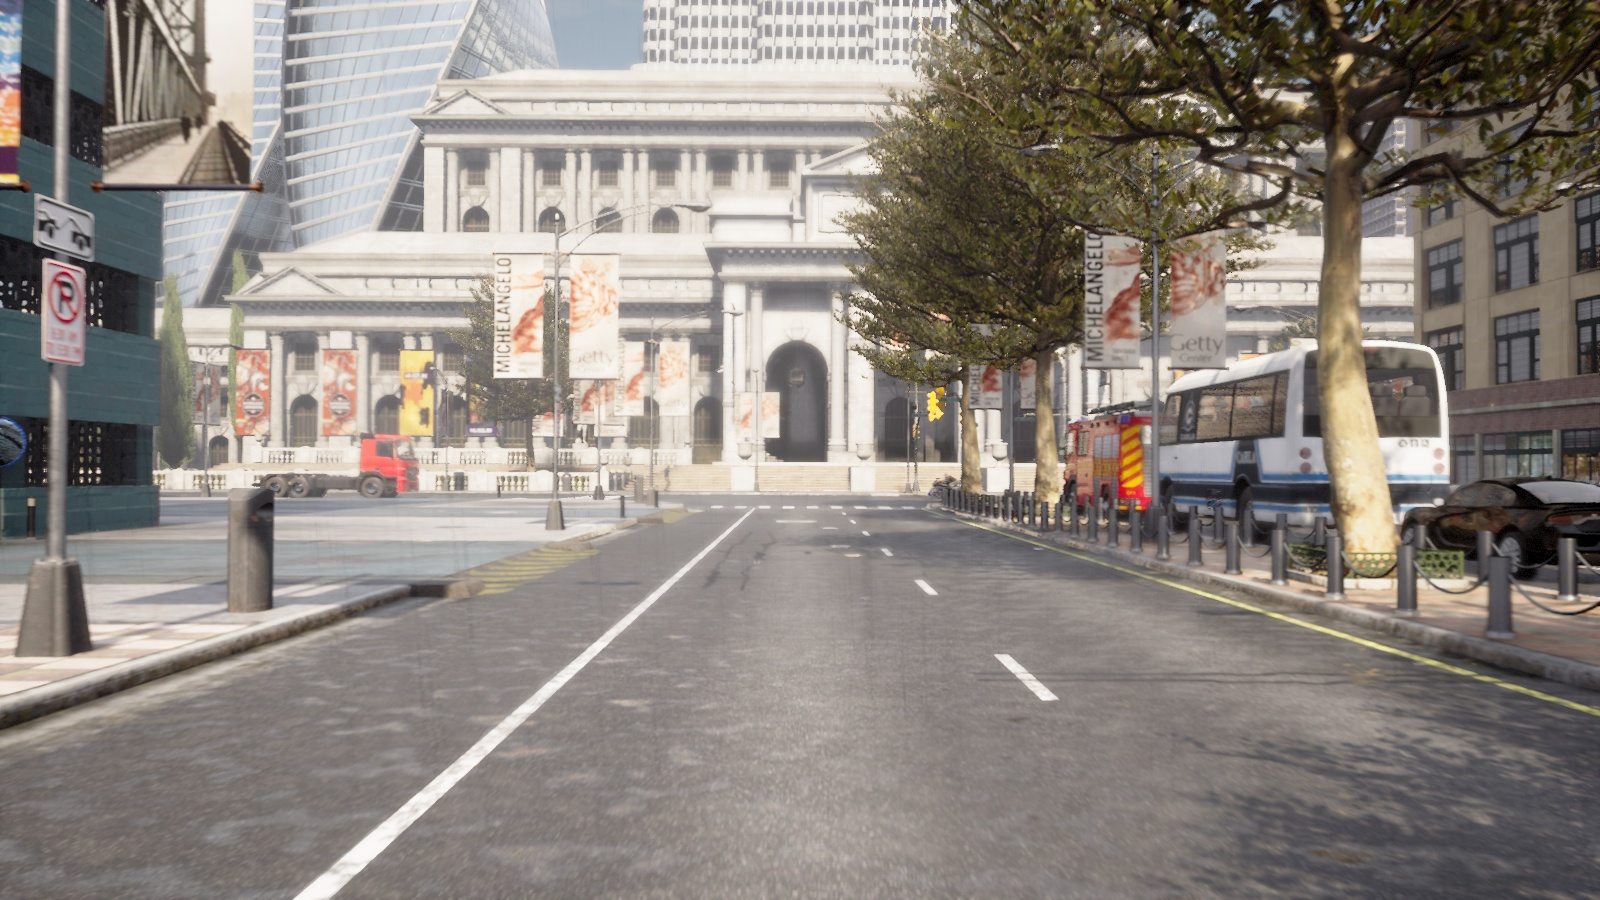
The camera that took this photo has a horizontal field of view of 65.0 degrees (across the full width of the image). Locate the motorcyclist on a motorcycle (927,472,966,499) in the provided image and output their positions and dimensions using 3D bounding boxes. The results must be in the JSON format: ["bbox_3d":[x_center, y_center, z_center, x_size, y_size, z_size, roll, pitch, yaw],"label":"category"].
[{"bbox_3d":[8.490,2.035,72.831,2.191,1.530,0.866,0,-1,0],"label":"motorcyclist on a motorcycle"}]

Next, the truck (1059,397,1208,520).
[{"bbox_3d":[11.343,0.335,43.663,2.891,3.827,8.468,0,-1,0],"label":"truck"}]

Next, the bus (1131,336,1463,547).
[{"bbox_3d":[11.420,-0.096,30.579,3.944,4.253,10.273,0,-1,0],"label":"bus"}]

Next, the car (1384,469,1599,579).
[{"bbox_3d":[11.452,1.083,20.078,1.882,1.535,5.008,0,-1,0],"label":"car"}]

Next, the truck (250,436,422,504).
[{"bbox_3d":[-24.243,1.033,65.891,7.936,3.462,2.891,0,-1,0],"label":"truck"}]
